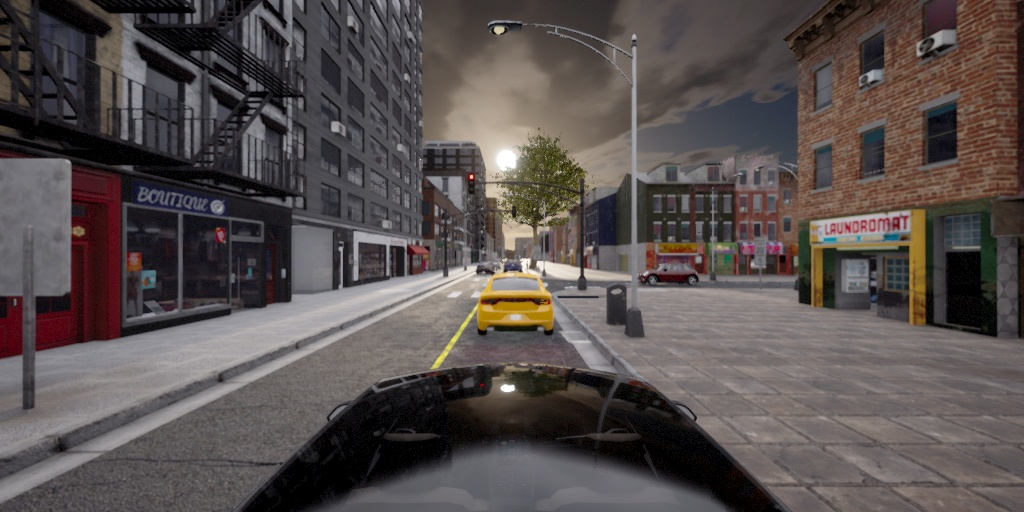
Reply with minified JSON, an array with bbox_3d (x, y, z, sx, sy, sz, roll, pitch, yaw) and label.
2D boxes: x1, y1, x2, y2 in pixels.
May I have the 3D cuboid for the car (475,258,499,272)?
[{"bbox_3d":[-2.840,1.283,38.789,2.033,1.411,5.357,0,0,0],"label":"car"}]

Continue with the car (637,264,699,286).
[{"bbox_3d":[10.928,1.251,25.546,4.097,1.591,1.967,0,0,0],"label":"car"}]

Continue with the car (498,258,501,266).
[{"bbox_3d":[-2.821,1.337,55.648,1.895,1.301,4.718,0,0,0],"label":"car"}]

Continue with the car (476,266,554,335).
[{"bbox_3d":[0.088,1.223,10.539,1.882,1.535,5.008,0,0,0],"label":"car"}]

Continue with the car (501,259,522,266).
[{"bbox_3d":[0.112,1.087,43.346,2.097,1.767,4.553,0,0,0],"label":"car"}]
